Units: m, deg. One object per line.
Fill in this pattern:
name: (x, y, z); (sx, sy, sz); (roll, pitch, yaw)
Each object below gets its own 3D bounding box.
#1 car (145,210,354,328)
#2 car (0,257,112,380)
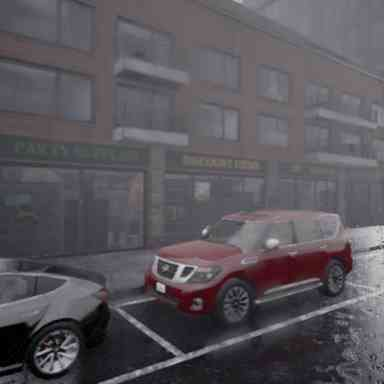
car: (1.510, 1.368, 7.258); (5.009, 1.841, 2.192); (1, 0, -35)
car: (-3.121, 1.562, 3.962); (4.313, 1.339, 1.947); (1, 0, -35)
